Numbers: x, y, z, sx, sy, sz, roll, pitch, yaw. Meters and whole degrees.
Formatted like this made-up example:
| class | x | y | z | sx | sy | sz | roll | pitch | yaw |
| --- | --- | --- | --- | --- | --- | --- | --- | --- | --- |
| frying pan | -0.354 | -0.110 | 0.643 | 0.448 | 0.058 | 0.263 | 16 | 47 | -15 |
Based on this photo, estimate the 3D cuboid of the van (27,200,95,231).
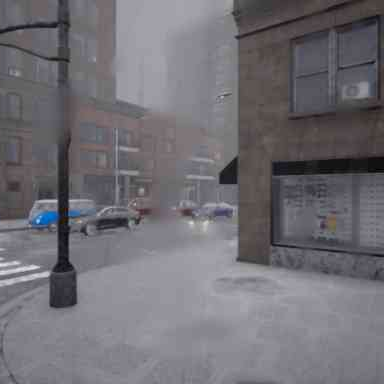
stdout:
| class | x | y | z | sx | sy | sz | roll | pitch | yaw |
| --- | --- | --- | --- | --- | --- | --- | --- | --- | --- |
| van | -7.604 | 1.345 | 19.812 | 1.690 | 1.788 | 3.998 | 0 | 0 | 36 |

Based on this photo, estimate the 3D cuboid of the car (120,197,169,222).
| class | x | y | z | sx | sy | sz | roll | pitch | yaw |
| --- | --- | --- | --- | --- | --- | --- | --- | --- | --- |
| car | -4.322 | 1.324 | 24.345 | 2.192 | 1.841 | 5.009 | 0 | 0 | 36 |

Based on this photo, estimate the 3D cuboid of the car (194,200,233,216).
| class | x | y | z | sx | sy | sz | roll | pitch | yaw |
| --- | --- | --- | --- | --- | --- | --- | --- | --- | --- |
| car | 2.241 | 1.562 | 33.410 | 1.887 | 1.381 | 4.507 | 0 | 0 | 36 |

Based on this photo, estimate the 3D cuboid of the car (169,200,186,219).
| class | x | y | z | sx | sy | sz | roll | pitch | yaw |
| --- | --- | --- | --- | --- | --- | --- | --- | --- | --- |
| car | -1.040 | 1.454 | 28.877 | 1.967 | 1.590 | 4.097 | 0 | 0 | 36 |

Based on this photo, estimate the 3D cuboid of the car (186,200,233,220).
| class | x | y | z | sx | sy | sz | roll | pitch | yaw |
| --- | --- | --- | --- | --- | --- | --- | --- | --- | --- |
| car | 1.794 | 1.542 | 28.089 | 1.812 | 1.442 | 4.674 | 0 | 0 | 36 |

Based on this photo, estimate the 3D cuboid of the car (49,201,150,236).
| class | x | y | z | sx | sy | sz | roll | pitch | yaw |
| --- | --- | --- | --- | --- | --- | --- | --- | --- | --- |
| car | -5.006 | 1.499 | 18.699 | 2.128 | 1.511 | 4.902 | 0 | 0 | 36 |
